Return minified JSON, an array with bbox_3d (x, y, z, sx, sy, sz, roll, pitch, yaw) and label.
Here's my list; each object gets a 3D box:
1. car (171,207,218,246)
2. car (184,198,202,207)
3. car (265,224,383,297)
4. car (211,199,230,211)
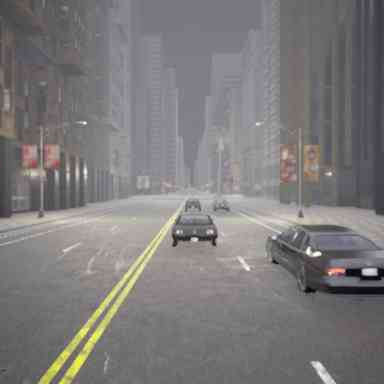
[{"bbox_3d":[0.106,1.602,15.349,1.895,1.301,4.718,0,0,0],"label":"car"},{"bbox_3d":[0.118,1.482,41.102,1.837,1.490,4.892,0,0,0],"label":"car"},{"bbox_3d":[3.345,1.552,8.768,2.033,1.411,5.357,0,0,0],"label":"car"},{"bbox_3d":[3.368,1.527,39.530,2.033,1.411,5.357,0,0,0],"label":"car"}]
